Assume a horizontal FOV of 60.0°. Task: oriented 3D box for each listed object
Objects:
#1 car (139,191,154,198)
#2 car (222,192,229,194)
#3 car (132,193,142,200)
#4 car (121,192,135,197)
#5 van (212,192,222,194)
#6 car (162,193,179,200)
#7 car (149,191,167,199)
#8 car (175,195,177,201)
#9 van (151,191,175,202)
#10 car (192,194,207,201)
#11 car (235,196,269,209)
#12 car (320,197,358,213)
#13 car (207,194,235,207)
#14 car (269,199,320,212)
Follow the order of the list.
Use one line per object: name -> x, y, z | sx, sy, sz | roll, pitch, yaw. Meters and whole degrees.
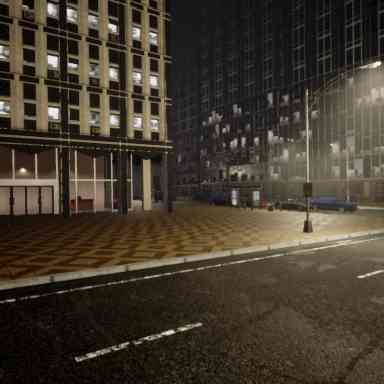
car -> -11.218, 0.686, 82.267 | 1.967, 1.590, 4.097 | 0, 1, -35
car -> 6.733, 1.065, 45.990 | 2.097, 1.767, 4.553 | -1, 1, -35
car -> -11.671, 1.040, 68.155 | 2.008, 1.369, 4.403 | 0, 1, -35
car -> -17.666, 0.689, 91.629 | 2.008, 1.369, 4.403 | 0, 1, -35
van -> 4.903, 0.855, 58.863 | 1.690, 1.788, 3.998 | 0, 1, -35
car -> -4.769, 0.936, 72.908 | 1.802, 1.307, 4.206 | 0, 1, -35
car -> -7.994, 0.615, 77.585 | 2.192, 1.841, 5.009 | 0, 1, -35
car -> -4.720, 0.880, 62.788 | 2.097, 1.767, 4.553 | -1, 1, -35
van -> -5.222, 0.937, 58.792 | 1.690, 1.788, 3.998 | 0, 1, -35
car -> 1.679, 1.043, 63.547 | 1.802, 1.307, 4.206 | 0, 1, -35
car -> 7.581, 1.388, 40.011 | 1.802, 1.307, 4.206 | 0, 1, -35
car -> 14.588, 1.317, 34.585 | 1.882, 1.535, 5.008 | -1, 1, -35
car -> 4.405, 1.319, 44.724 | 1.947, 1.339, 4.313 | 0, 1, -35
car -> 10.792, 1.424, 35.318 | 1.947, 1.339, 4.313 | 0, 1, -35
